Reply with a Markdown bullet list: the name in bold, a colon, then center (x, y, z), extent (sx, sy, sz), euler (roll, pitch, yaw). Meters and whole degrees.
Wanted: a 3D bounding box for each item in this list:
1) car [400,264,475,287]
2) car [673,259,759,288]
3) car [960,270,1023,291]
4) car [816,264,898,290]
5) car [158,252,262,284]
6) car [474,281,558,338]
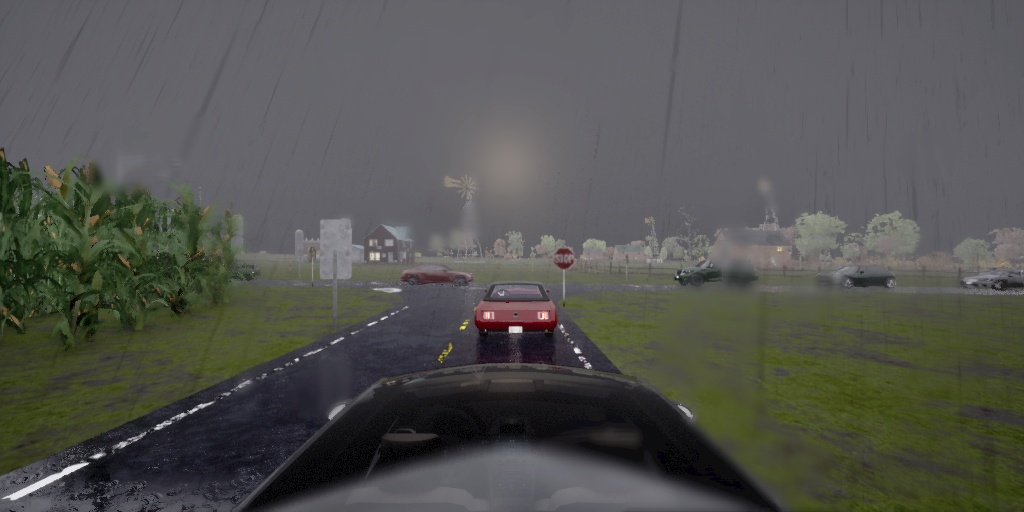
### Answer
- **car**: center (-4.733, 1.219, 22.999), extent (4.674, 1.442, 1.812), euler (1, -1, 0)
- **car**: center (14.780, 1.204, 26.036), extent (5.566, 2.045, 2.150), euler (1, -1, 0)
- **car**: center (35.778, 1.734, 26.107), extent (4.902, 1.511, 2.128), euler (1, -1, 0)
- **car**: center (24.939, 1.461, 26.076), extent (4.553, 1.767, 2.097), euler (1, -1, 0)
- **car**: center (-19.274, 0.729, 22.948), extent (5.566, 2.045, 2.150), euler (1, -1, 0)
- **car**: center (0.139, 1.354, 10.202), extent (1.895, 1.301, 4.718), euler (0, 0, 1)
